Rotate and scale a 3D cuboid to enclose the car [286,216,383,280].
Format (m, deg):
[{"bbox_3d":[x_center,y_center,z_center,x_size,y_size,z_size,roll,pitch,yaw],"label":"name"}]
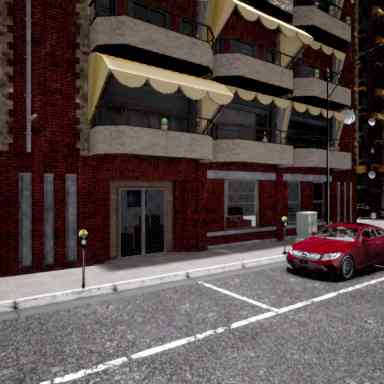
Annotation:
[{"bbox_3d":[4.631,1.582,9.914,4.206,1.307,1.802,0,0,-35],"label":"car"}]

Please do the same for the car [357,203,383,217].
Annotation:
[{"bbox_3d":[16.329,1.796,31.914,1.837,1.490,4.892,0,-1,-36],"label":"car"}]
